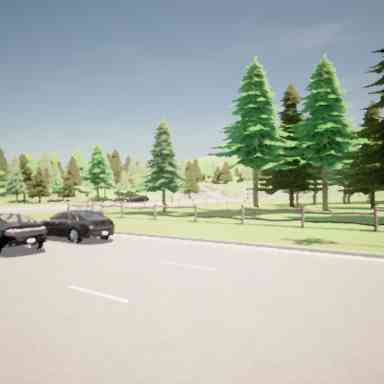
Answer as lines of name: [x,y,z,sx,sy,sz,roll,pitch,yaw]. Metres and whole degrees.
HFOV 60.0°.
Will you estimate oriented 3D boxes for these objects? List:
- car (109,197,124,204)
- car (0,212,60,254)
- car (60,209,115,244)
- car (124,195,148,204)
car: [-18.324,2.096,82.432,1.837,1.490,4.892,-1,0,35]
car: [-7.990,1.631,13.863,4.902,1.511,2.128,-1,0,36]
car: [-5.971,1.647,16.723,4.892,1.490,1.837,0,0,36]
car: [-12.676,1.755,78.301,2.150,2.045,5.566,-1,0,35]
